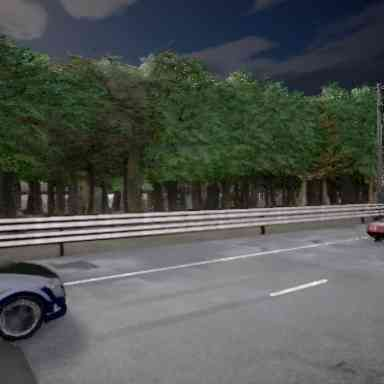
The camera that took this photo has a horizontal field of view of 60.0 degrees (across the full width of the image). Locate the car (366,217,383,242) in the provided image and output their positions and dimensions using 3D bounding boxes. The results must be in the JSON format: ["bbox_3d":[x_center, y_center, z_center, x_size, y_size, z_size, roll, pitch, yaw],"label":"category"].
[{"bbox_3d":[10.053,1.605,15.224,4.718,1.301,1.895,0,0,-36],"label":"car"}]

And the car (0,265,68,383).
[{"bbox_3d":[-3.421,1.547,1.307,5.357,1.411,2.033,0,0,-36],"label":"car"}]

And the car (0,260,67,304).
[{"bbox_3d":[-4.160,1.564,5.079,4.181,1.385,1.994,0,0,-36],"label":"car"}]
